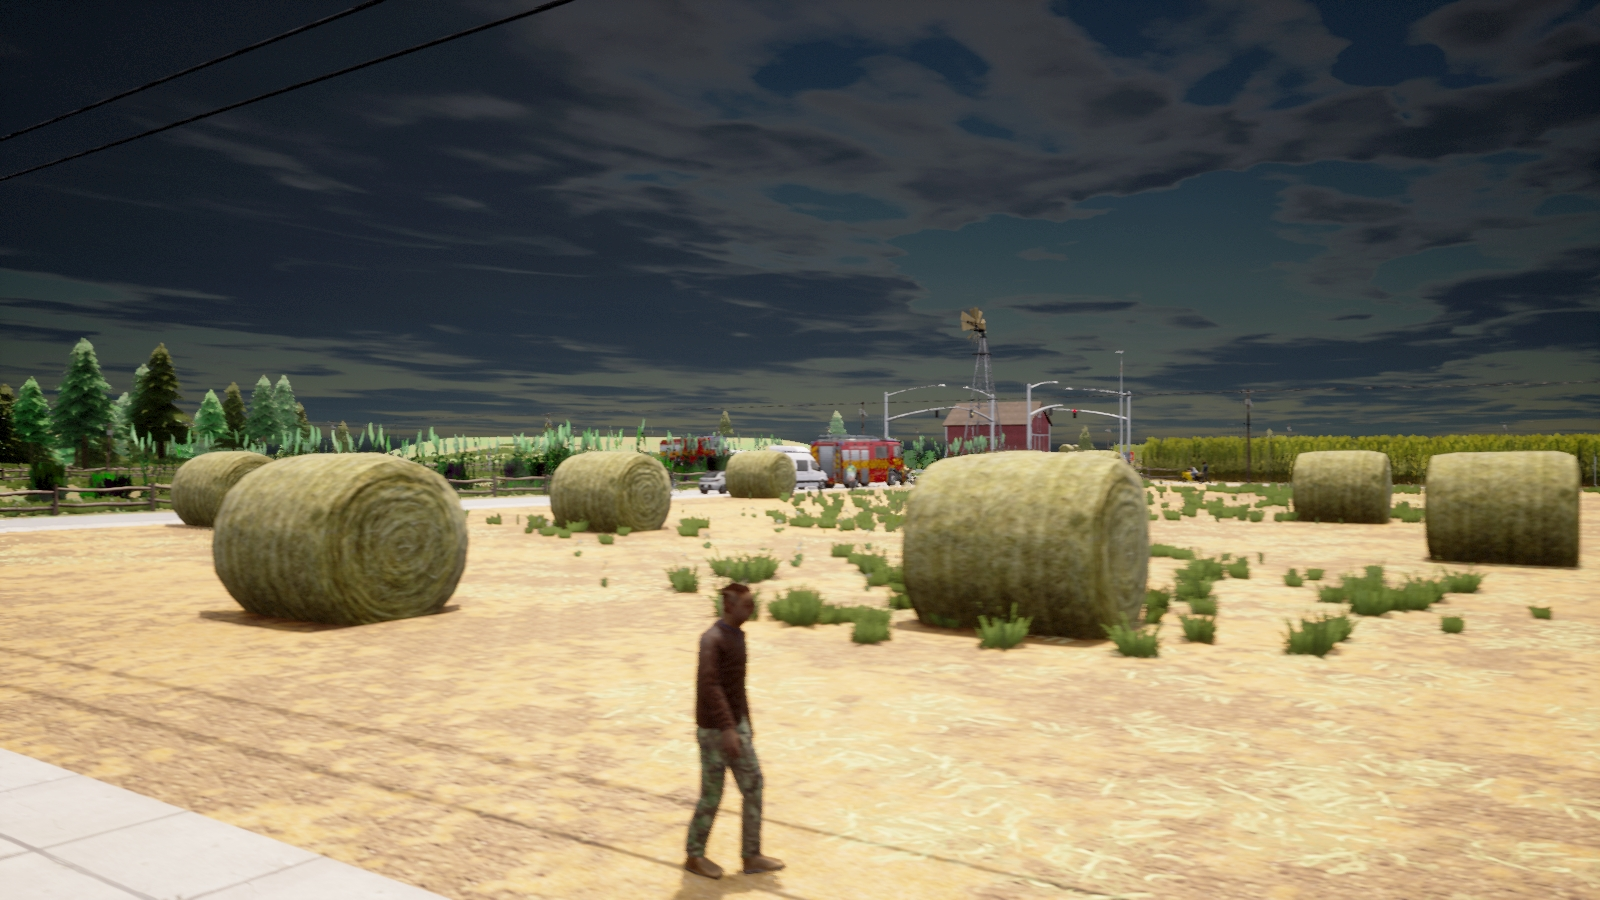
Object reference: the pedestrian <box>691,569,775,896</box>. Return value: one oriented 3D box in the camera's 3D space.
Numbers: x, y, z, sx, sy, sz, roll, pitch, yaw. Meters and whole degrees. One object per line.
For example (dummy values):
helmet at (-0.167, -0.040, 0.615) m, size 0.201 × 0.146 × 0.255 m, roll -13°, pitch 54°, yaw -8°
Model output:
pedestrian at (-0.404, 1.677, 6.923) m, size 0.375 × 1.860 × 0.375 m, roll 0°, pitch 0°, yaw 24°

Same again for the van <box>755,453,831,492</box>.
van at (-0.412, 1.484, 77.322) m, size 1.988 × 2.561 × 5.915 m, roll 0°, pitch 0°, yaw 37°

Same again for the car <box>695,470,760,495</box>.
car at (-4.519, 2.017, 71.854) m, size 1.816 × 1.474 × 4.193 m, roll 0°, pitch 0°, yaw 37°

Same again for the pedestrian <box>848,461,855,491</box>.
pedestrian at (3.204, 1.644, 71.441) m, size 0.375 × 1.860 × 0.375 m, roll 0°, pitch 0°, yaw 17°

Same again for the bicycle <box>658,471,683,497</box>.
bicycle at (-7.663, 2.012, 67.690) m, size 0.329 × 1.471 × 1.835 m, roll 0°, pitch 0°, yaw 37°
